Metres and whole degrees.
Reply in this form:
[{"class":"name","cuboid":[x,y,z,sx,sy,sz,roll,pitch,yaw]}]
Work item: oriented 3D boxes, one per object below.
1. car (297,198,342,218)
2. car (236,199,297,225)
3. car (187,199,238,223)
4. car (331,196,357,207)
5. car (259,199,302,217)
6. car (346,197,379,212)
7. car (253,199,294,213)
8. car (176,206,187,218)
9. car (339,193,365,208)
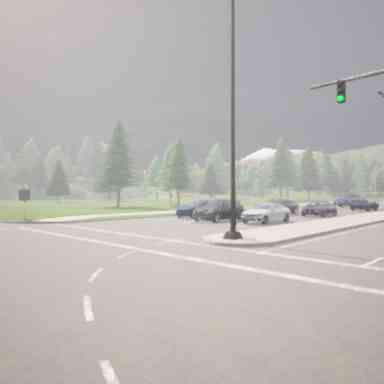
[{"class":"car","cuboid":[11.670,1.538,30.410,1.994,1.385,4.181,0,0,44]},{"class":"car","cuboid":[5.502,1.513,24.250,4.674,1.442,1.812,0,0,-45]},{"class":"car","cuboid":[2.132,1.345,25.834,4.553,1.767,2.097,0,0,-45]},{"class":"car","cuboid":[23.980,1.442,52.343,4.902,1.511,2.128,0,0,-44]},{"class":"car","cuboid":[8.663,1.484,32.344,4.892,1.490,1.837,0,0,-45]},{"class":"car","cuboid":[20.119,1.559,38.793,4.718,1.301,1.895,0,0,-44]},{"class":"car","cuboid":[9.383,1.524,37.993,5.357,1.411,2.033,0,0,-45]},{"class":"car","cuboid":[0.771,1.472,29.417,5.008,1.535,1.882,0,0,-45]},{"class":"car","cuboid":[22.079,1.177,45.601,5.566,2.045,2.150,0,0,-44]}]
